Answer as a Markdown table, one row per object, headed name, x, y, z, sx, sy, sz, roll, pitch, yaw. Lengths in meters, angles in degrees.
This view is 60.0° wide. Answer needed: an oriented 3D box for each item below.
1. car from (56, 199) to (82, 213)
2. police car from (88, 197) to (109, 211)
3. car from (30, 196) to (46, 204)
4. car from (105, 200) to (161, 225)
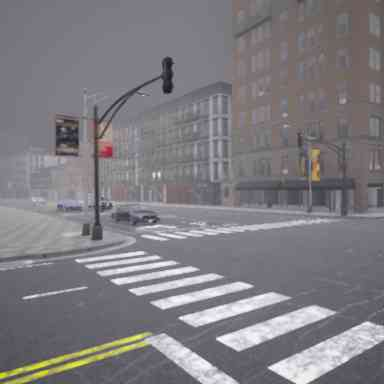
| name | x | y | z | sx | sy | sz | roll | pitch | yaw |
| --- | --- | --- | --- | --- | --- | --- | --- | --- | --- |
| car | -14.494 | 1.589 | 39.114 | 1.882 | 1.535 | 5.008 | -1 | 0 | -36 |
| police car | -11.171 | 1.489 | 40.218 | 1.930 | 1.638 | 5.238 | -1 | 0 | -36 |
| car | -24.252 | 1.427 | 52.278 | 1.812 | 1.442 | 4.674 | -1 | 0 | -38 |
| car | -4.316 | 1.589 | 24.739 | 2.033 | 1.411 | 5.357 | -1 | 0 | -35 |
